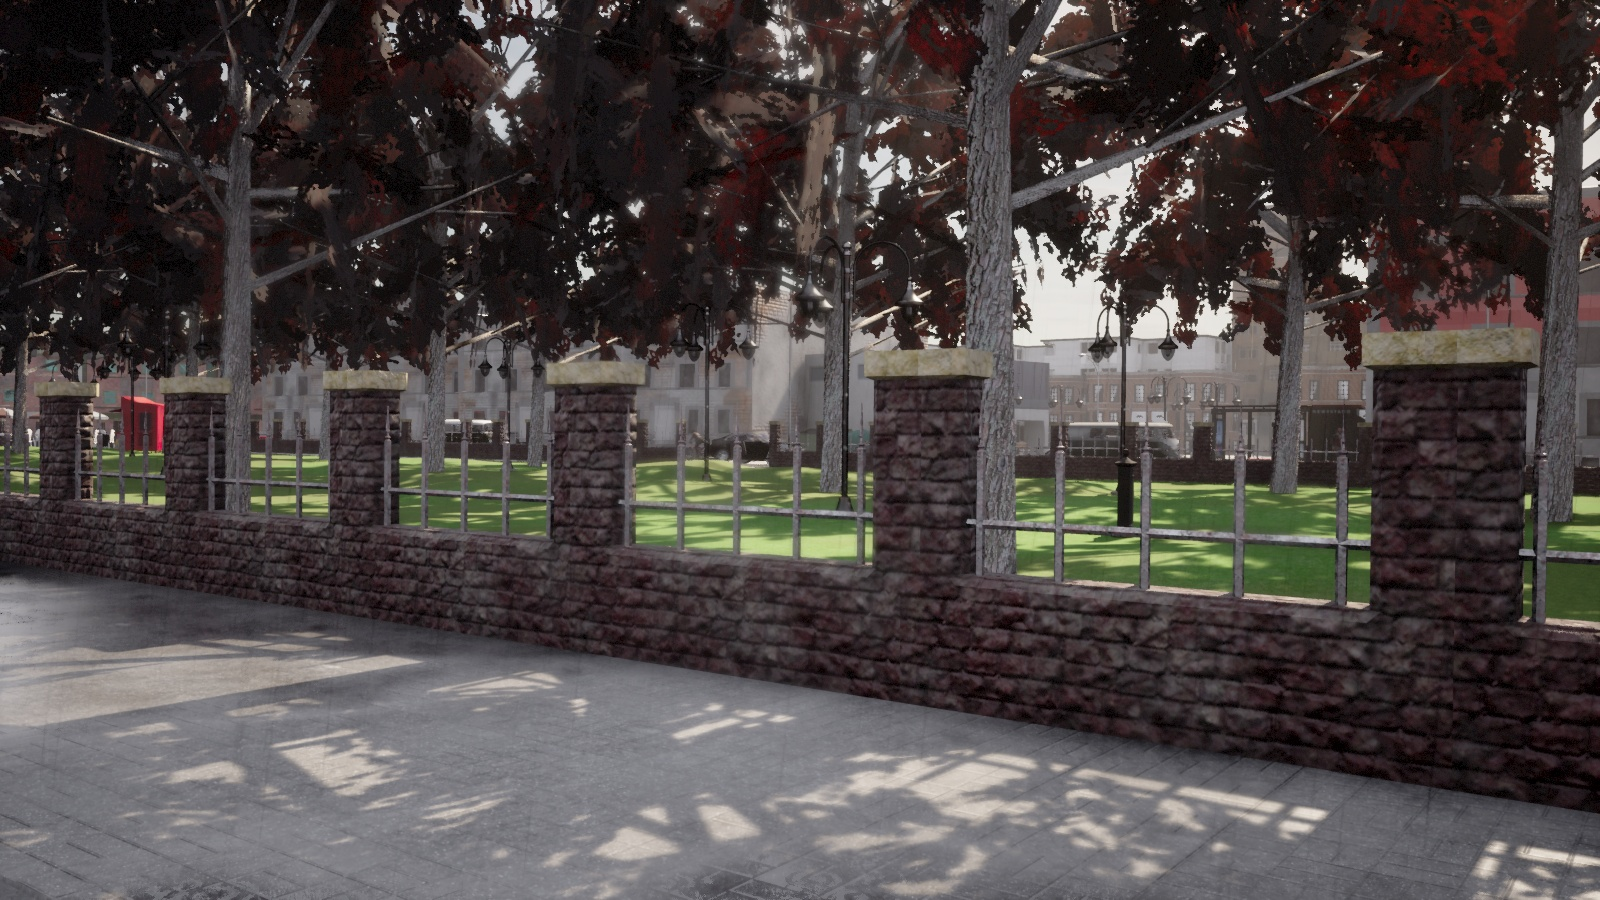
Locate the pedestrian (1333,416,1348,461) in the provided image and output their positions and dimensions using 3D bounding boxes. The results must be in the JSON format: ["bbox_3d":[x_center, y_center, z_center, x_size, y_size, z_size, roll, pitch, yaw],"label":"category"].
[{"bbox_3d":[22.321,-0.464,51.882,0.376,1.854,0.720,0,1,9],"label":"pedestrian"}]

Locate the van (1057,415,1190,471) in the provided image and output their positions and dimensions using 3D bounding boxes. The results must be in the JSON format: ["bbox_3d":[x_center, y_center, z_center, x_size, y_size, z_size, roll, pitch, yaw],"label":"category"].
[{"bbox_3d":[11.999,-0.262,46.719,4.442,1.987,1.775,0,1,36],"label":"van"}]

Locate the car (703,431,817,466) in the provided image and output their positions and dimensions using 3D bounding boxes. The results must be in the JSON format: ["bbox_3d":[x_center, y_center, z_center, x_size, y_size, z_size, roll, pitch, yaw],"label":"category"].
[{"bbox_3d":[-1.842,-0.073,56.935,4.902,1.511,2.128,0,1,36],"label":"car"}]

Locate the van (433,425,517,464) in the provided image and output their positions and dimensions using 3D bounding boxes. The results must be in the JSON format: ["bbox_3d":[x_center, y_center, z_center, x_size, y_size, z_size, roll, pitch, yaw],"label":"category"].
[{"bbox_3d":[-17.803,-0.322,68.683,4.480,2.038,2.069,0,1,36],"label":"van"}]
